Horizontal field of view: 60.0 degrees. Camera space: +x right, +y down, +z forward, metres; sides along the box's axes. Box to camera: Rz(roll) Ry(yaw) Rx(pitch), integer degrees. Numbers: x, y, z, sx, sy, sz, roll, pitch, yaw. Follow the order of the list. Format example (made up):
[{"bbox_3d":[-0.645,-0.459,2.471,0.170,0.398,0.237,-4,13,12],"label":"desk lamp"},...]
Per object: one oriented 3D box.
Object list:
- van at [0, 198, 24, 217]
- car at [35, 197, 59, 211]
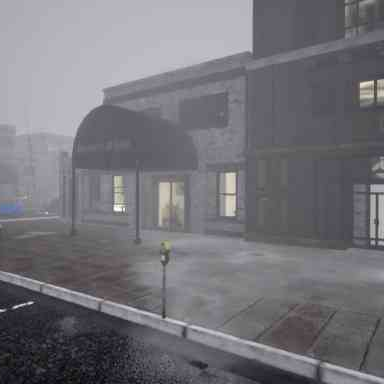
[{"bbox_3d":[-17.327,1.415,29.849,1.690,1.788,3.998,0,0,35],"label":"van"},{"bbox_3d":[-16.438,1.413,41.223,2.097,1.767,4.553,0,0,35],"label":"car"}]
